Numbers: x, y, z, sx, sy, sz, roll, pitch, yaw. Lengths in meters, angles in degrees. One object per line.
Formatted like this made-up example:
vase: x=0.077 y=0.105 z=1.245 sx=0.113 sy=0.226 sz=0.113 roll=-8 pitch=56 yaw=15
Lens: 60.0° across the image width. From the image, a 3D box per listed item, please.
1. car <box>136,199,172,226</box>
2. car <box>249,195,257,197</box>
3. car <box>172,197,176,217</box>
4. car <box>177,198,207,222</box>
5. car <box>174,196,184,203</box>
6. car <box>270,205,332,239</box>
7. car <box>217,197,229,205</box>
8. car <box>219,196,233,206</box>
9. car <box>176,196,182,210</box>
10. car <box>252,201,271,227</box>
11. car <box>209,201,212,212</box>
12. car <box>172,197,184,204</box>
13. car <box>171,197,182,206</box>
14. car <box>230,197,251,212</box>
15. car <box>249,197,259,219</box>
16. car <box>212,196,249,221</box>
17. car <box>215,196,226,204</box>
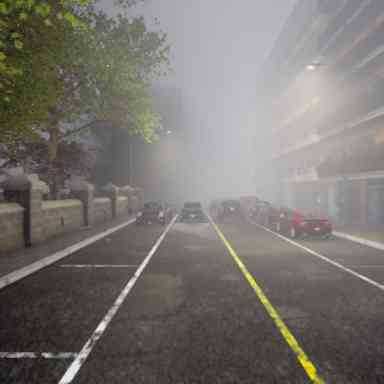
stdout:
car: x=-2.664 y=1.438 z=23.027 sx=1.967 sy=1.590 sz=4.097 roll=0 pitch=0 yaw=0
car: x=5.731 y=1.332 z=34.275 sx=2.192 sy=1.841 sz=5.009 roll=0 pitch=0 yaw=0
car: x=-2.656 y=1.440 z=28.655 sx=1.967 sy=1.590 sz=4.097 roll=0 pitch=0 yaw=0
car: x=0.032 y=1.508 z=26.295 sx=1.837 sy=1.490 sz=4.892 roll=0 pitch=0 yaw=0
car: x=-2.604 y=1.555 z=67.899 sx=1.752 sy=1.417 sz=4.829 roll=0 pitch=0 yaw=0
car: x=5.709 y=1.555 z=17.385 sx=1.887 sy=1.381 sz=4.507 roll=0 pitch=0 yaw=0
car: x=5.770 y=1.603 z=62.427 sx=1.947 sy=1.339 sz=4.313 roll=0 pitch=0 yaw=0
car: x=5.762 y=1.471 z=56.797 sx=1.967 sy=1.590 sz=4.097 roll=0 pitch=0 yaw=0
car: x=-2.641 y=1.556 z=39.917 sx=2.008 sy=1.369 sz=4.403 roll=0 pitch=0 yaw=0
car: x=5.716 y=1.556 z=23.016 sx=1.887 sy=1.381 sz=4.507 roll=0 pitch=0 yaw=0
car: x=3.087 y=1.579 z=39.919 sx=1.994 sy=1.385 sz=4.181 roll=0 pitch=0 yaw=0
car: x=-2.610 y=1.573 z=62.438 sx=2.008 sy=1.369 sz=4.403 roll=0 pitch=0 yaw=0
car: x=-2.619 y=1.542 z=56.638 sx=1.752 sy=1.417 sz=4.829 roll=0 pitch=0 yaw=0
car: x=5.739 y=1.459 z=39.907 sx=1.967 sy=1.590 sz=4.097 roll=0 pitch=0 yaw=0
car: x=5.724 y=1.454 z=28.645 sx=1.967 sy=1.590 sz=4.097 roll=0 pitch=0 yaw=0
car: x=3.094 y=1.360 z=27.599 sx=2.097 sy=1.767 sz=4.553 roll=0 pitch=0 yaw=0
car: x=5.777 y=1.569 z=68.229 sx=1.752 sy=1.417 sz=4.829 roll=0 pitch=0 yaw=0
